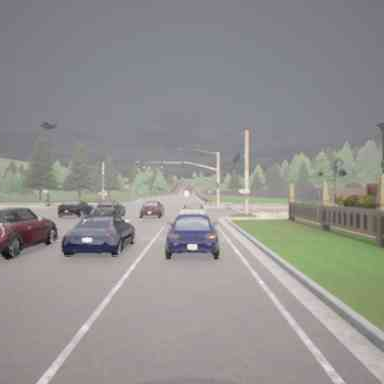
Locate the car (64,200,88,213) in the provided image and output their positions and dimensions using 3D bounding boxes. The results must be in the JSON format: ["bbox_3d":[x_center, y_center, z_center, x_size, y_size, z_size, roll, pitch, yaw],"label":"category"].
[{"bbox_3d":[-10.529,1.488,30.410,1.882,1.535,5.008,0,0,0],"label":"car"}]

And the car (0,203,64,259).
[{"bbox_3d":[-6.981,1.357,12.798,2.097,1.767,4.553,0,0,0],"label":"car"}]

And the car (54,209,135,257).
[{"bbox_3d":[-3.479,1.568,13.057,1.994,1.385,4.181,0,0,0],"label":"car"}]

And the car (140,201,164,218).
[{"bbox_3d":[-3.532,1.537,29.887,1.812,1.442,4.674,0,0,0],"label":"car"}]

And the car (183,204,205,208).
[{"bbox_3d":[0.170,1.611,27.459,1.895,1.301,4.718,0,0,3],"label":"car"}]

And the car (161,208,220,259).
[{"bbox_3d":[0.020,1.531,12.560,1.812,1.442,4.674,0,0,0],"label":"car"}]

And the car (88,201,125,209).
[{"bbox_3d":[-7.033,1.503,28.891,2.128,1.511,4.902,0,0,0],"label":"car"}]
